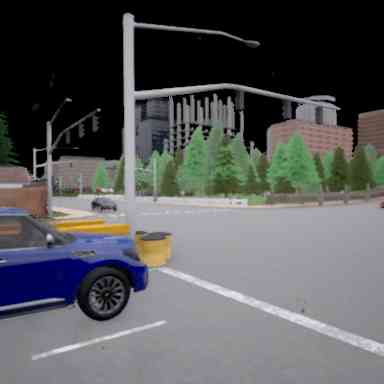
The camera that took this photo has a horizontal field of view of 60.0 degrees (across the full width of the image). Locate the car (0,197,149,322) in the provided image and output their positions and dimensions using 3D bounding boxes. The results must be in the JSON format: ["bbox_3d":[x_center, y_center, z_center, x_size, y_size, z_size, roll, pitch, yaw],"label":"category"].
[{"bbox_3d":[-3.492,1.219,5.571,5.566,2.045,2.150,-1,0,-35],"label":"car"}]

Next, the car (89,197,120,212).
[{"bbox_3d":[-9.909,1.379,37.347,1.837,1.490,4.892,-1,0,-33],"label":"car"}]

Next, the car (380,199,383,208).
[{"bbox_3d":[23.299,0.962,37.785,4.553,1.767,2.097,-1,0,-35],"label":"car"}]
